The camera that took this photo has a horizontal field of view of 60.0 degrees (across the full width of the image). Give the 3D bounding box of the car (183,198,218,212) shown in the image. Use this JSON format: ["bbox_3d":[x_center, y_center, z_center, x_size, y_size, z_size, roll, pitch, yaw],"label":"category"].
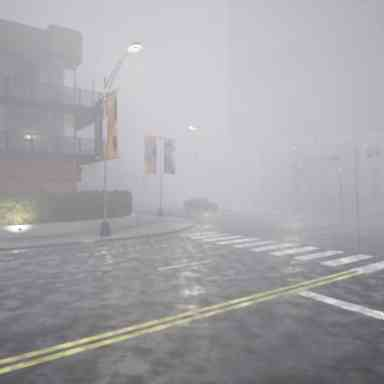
[{"bbox_3d":[0.920,1.382,37.573,1.882,1.535,5.008,0,0,-35],"label":"car"}]
